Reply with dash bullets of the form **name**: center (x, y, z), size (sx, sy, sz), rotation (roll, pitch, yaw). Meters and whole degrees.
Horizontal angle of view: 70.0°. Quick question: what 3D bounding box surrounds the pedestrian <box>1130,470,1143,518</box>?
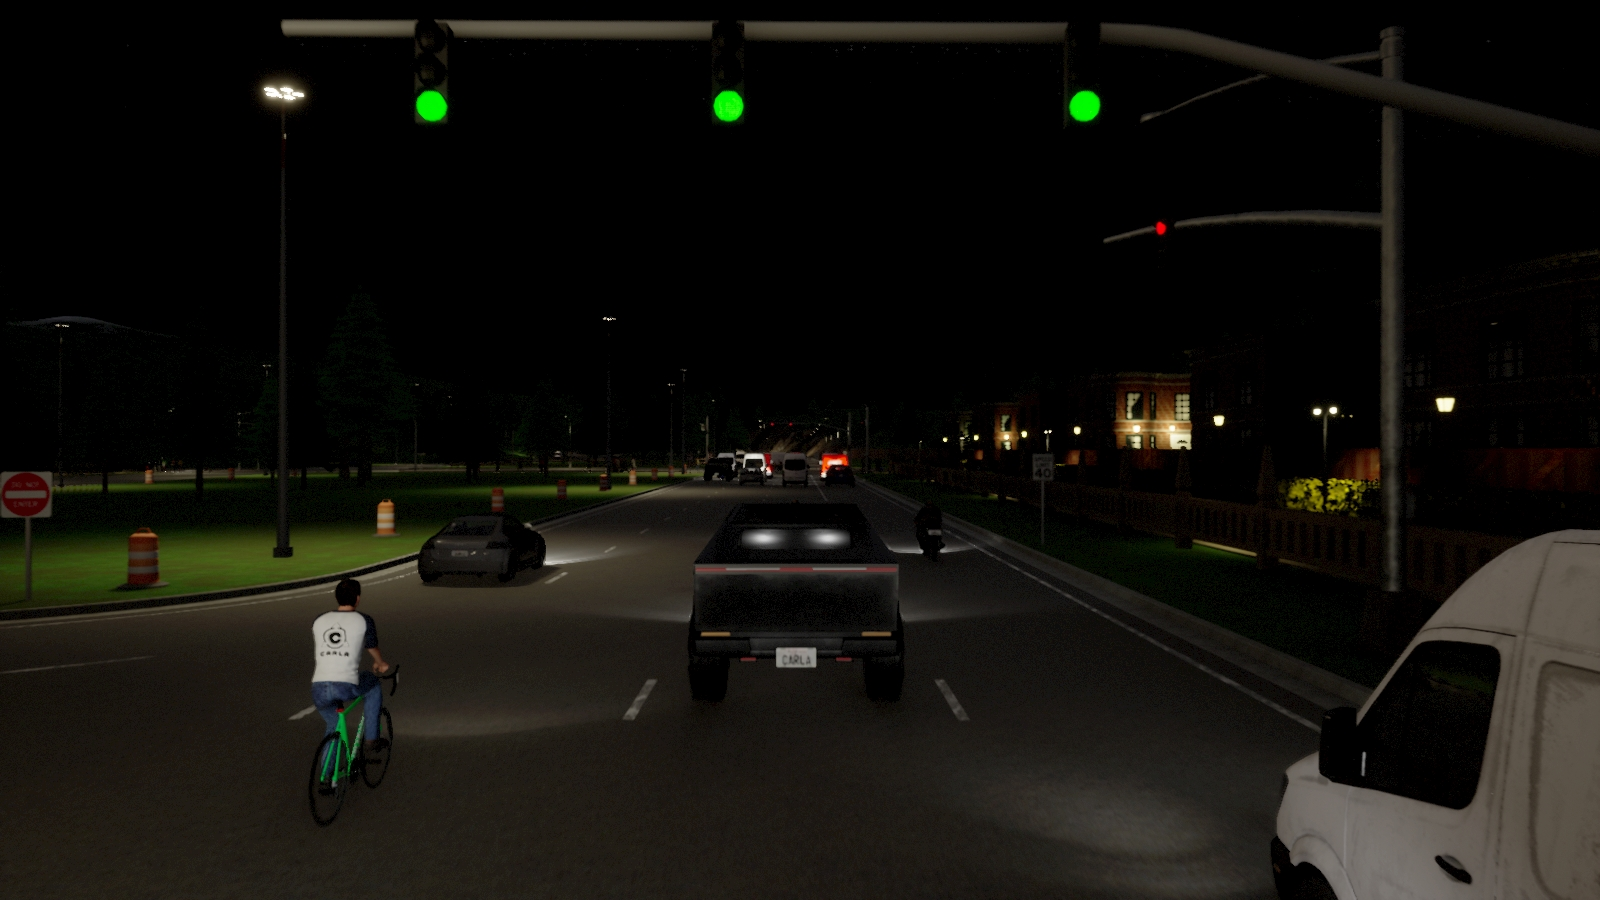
- **pedestrian**: center (13.139, 1.718, 44.562), size (0.375, 1.860, 0.375), rotation (0, 0, -3)

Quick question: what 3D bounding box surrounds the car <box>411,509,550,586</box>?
- **car**: center (-7.100, 2.129, 25.824), size (1.994, 1.385, 4.181), rotation (0, 0, 0)

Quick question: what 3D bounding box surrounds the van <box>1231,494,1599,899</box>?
- **van**: center (3.483, 1.537, 3.621), size (1.988, 2.561, 5.915), rotation (0, 0, 0)

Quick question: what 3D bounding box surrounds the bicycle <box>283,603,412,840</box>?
- **bicycle**: center (-3.528, 2.060, 9.033), size (0.373, 1.496, 1.643), rotation (0, 0, 0)

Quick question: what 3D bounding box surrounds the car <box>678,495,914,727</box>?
- **car**: center (-0.053, 1.760, 14.717), size (2.390, 2.098, 6.274), rotation (0, 0, 0)

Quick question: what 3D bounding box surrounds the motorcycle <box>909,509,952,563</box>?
- **motorcycle**: center (3.383, 2.217, 29.796), size (0.867, 1.251, 2.209), rotation (0, 0, 0)
